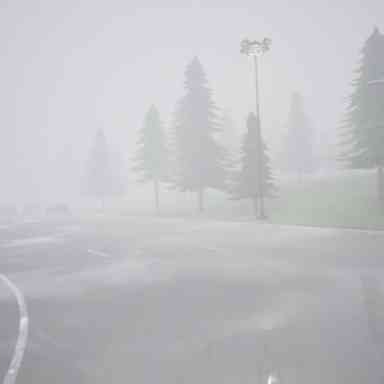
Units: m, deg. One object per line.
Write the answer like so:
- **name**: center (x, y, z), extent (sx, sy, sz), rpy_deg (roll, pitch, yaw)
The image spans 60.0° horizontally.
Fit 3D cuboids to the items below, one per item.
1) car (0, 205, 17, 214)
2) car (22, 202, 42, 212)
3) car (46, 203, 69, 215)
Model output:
- **car**: center (-29.233, 2.734, 52.899), extent (2.033, 1.411, 5.357), rpy_deg (-3, 0, -39)
- **car**: center (-26.605, 2.422, 55.203), extent (2.097, 1.767, 4.553), rpy_deg (-3, 0, -39)
- **car**: center (-18.272, 2.202, 45.067), extent (1.882, 1.535, 5.008), rpy_deg (-3, 0, -39)
